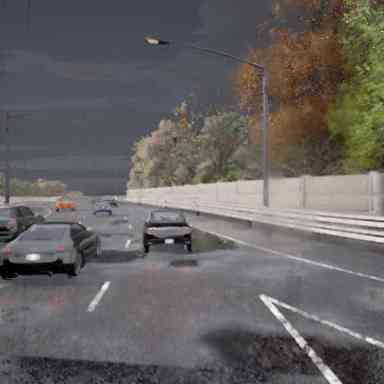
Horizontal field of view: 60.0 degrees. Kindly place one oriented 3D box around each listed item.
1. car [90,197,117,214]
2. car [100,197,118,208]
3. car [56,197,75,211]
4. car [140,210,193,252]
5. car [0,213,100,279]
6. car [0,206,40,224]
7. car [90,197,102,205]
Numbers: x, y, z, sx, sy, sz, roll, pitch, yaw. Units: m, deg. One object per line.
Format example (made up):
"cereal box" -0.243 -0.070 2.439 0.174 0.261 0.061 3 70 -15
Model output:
"car" -9.492 1.599 34.959 2.033 1.411 5.357 0 0 -19
"car" -13.012 1.576 52.028 1.837 1.490 4.892 0 0 -26
"car" -15.993 1.437 41.908 2.097 1.767 4.553 0 0 -23
"car" -1.108 1.498 13.981 2.128 1.511 4.902 0 0 -8
"car" -4.114 1.586 10.231 1.994 1.385 4.181 0 0 -5
"car" -8.269 1.396 15.258 2.097 1.767 4.553 0 0 -8
"car" -18.359 1.723 63.425 1.895 1.301 4.718 0 0 -22
